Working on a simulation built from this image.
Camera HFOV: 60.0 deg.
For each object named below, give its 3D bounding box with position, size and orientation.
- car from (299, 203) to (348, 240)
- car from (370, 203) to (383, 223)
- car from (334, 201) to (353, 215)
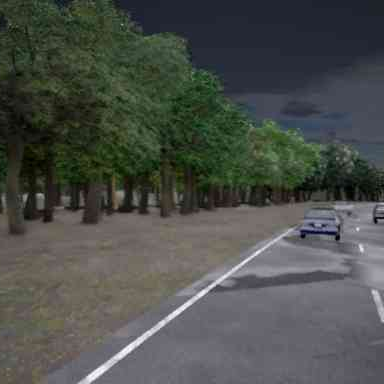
[{"bbox_3d":[6.754,1.528,17.213,2.033,1.411,5.357,0,0,26],"label":"car"},{"bbox_3d":[14.486,1.520,24.820,2.033,1.411,5.357,0,0,27],"label":"car"},{"bbox_3d":[15.287,1.573,33.842,1.895,1.301,4.718,0,0,29],"label":"car"}]
